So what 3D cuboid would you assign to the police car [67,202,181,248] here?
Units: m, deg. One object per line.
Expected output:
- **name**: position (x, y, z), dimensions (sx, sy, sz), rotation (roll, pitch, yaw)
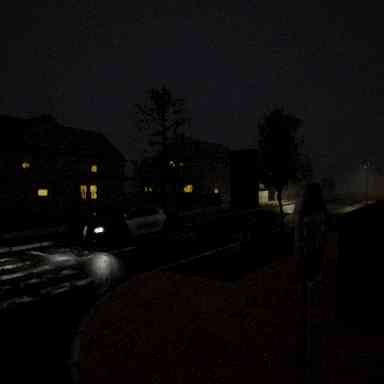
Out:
- **police car**: position (-2.637, 1.239, 13.582), dimensions (2.038, 1.542, 4.974), rotation (-1, 1, 35)
